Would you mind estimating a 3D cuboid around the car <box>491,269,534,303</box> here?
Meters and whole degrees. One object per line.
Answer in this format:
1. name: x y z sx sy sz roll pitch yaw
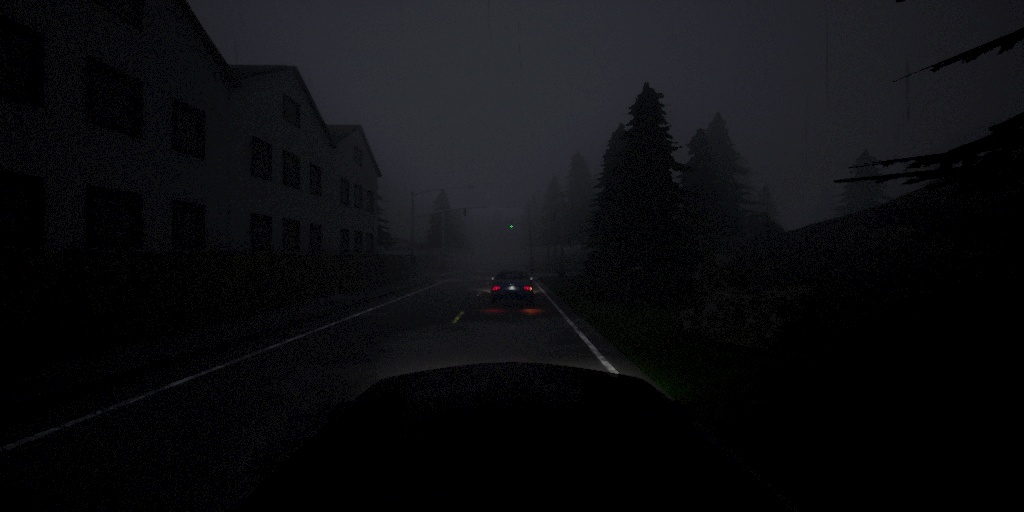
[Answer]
1. car: 0.000 1.312 16.500 2.033 1.411 5.357 0 0 0
